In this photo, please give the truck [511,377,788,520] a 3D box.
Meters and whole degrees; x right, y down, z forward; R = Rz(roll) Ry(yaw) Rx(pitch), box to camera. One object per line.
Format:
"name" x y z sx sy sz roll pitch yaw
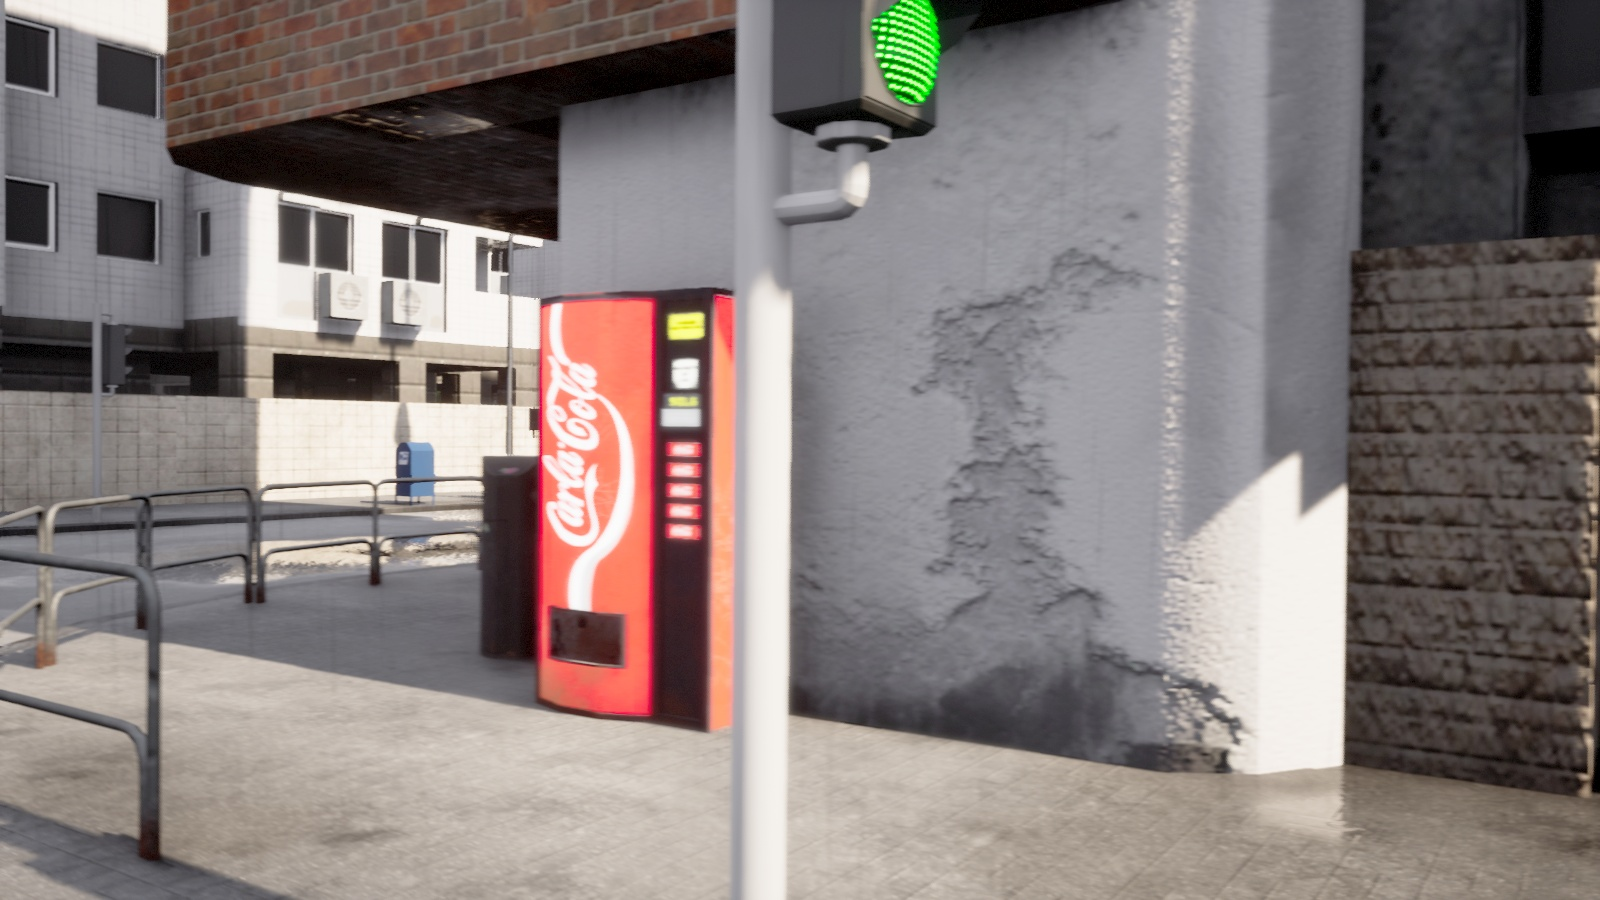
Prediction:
"truck" -2.789 -0.073 24.582 2.627 2.467 5.204 0 1 33
